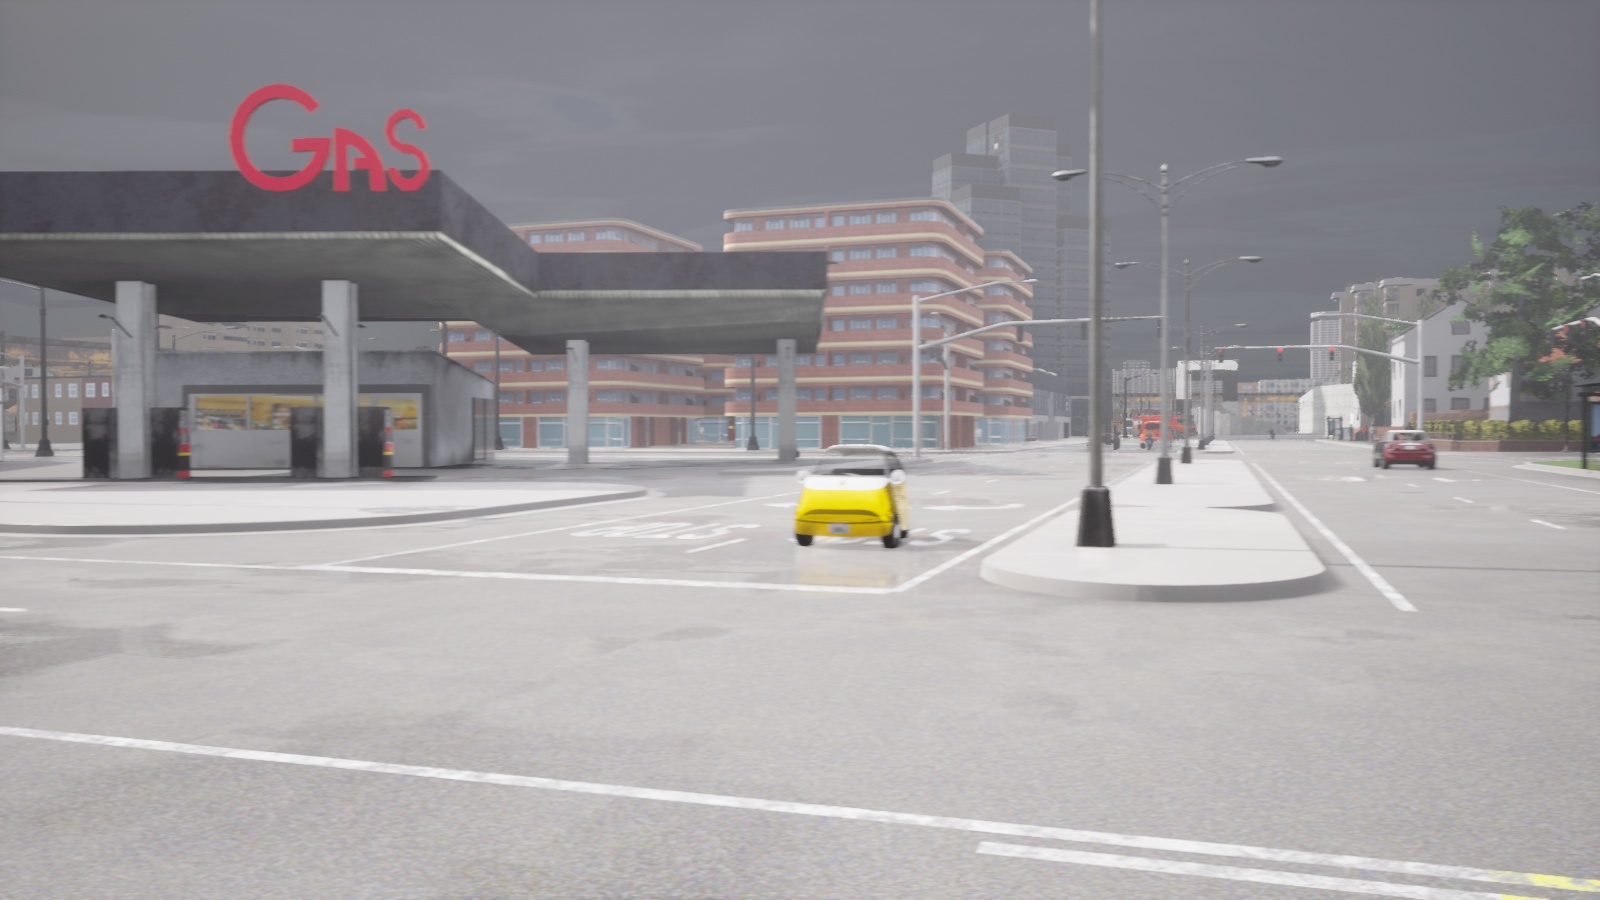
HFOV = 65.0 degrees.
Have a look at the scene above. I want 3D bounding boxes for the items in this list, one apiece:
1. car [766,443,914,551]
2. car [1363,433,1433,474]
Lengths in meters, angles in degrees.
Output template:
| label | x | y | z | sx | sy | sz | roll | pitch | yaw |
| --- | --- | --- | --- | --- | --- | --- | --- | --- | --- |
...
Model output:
| label | x | y | z | sx | sy | sz | roll | pitch | yaw |
| --- | --- | --- | --- | --- | --- | --- | --- | --- | --- |
| car | 0.607 | 0.603 | 17.470 | 1.481 | 1.376 | 2.207 | 1 | 0 | 18 |
| car | 23.016 | 0.104 | 48.435 | 1.970 | 1.475 | 3.806 | 1 | 1 | 18 |
